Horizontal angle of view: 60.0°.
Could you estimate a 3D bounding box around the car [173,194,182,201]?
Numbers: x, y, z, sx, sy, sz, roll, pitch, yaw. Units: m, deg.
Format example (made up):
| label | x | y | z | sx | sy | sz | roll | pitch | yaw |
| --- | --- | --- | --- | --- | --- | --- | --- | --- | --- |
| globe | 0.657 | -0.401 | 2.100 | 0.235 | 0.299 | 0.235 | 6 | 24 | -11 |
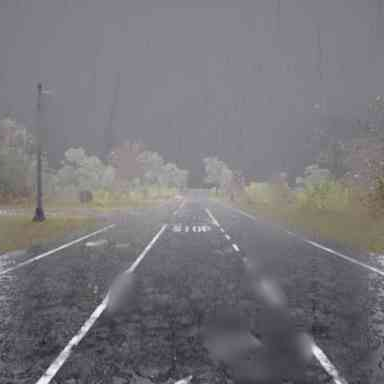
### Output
| label | x | y | z | sx | sy | sz | roll | pitch | yaw |
| --- | --- | --- | --- | --- | --- | --- | --- | --- | --- |
| car | -3.409 | 1.202 | 80.151 | 2.097 | 1.767 | 4.553 | 0 | 0 | 0 |
